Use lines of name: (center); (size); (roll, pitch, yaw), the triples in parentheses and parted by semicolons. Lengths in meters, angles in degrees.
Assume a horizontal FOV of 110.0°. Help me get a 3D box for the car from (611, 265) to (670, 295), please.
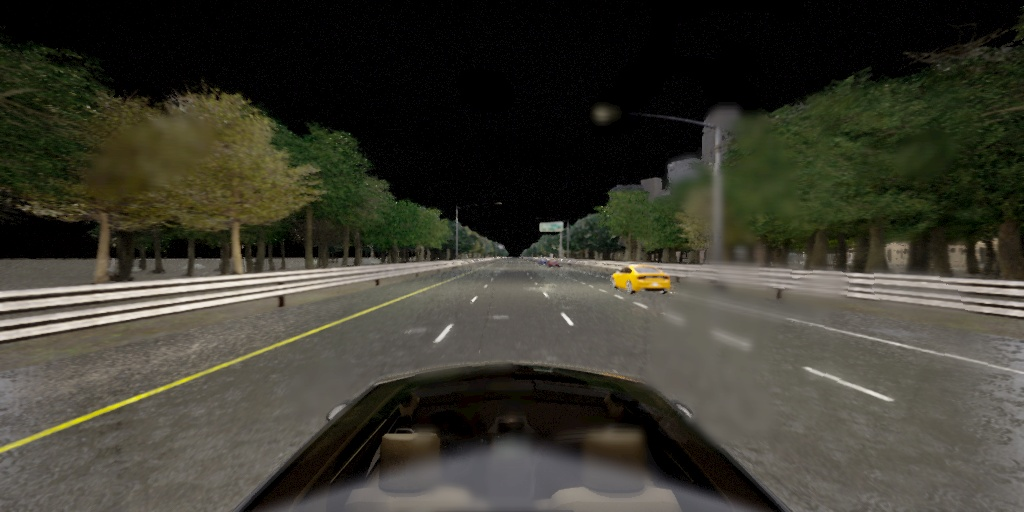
car: (7.007, 1.243, 20.006); (1.882, 1.535, 5.008); (0, 0, 0)

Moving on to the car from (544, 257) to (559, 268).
car: (7.163, 1.336, 62.937); (1.812, 1.442, 4.674); (0, 0, 0)
